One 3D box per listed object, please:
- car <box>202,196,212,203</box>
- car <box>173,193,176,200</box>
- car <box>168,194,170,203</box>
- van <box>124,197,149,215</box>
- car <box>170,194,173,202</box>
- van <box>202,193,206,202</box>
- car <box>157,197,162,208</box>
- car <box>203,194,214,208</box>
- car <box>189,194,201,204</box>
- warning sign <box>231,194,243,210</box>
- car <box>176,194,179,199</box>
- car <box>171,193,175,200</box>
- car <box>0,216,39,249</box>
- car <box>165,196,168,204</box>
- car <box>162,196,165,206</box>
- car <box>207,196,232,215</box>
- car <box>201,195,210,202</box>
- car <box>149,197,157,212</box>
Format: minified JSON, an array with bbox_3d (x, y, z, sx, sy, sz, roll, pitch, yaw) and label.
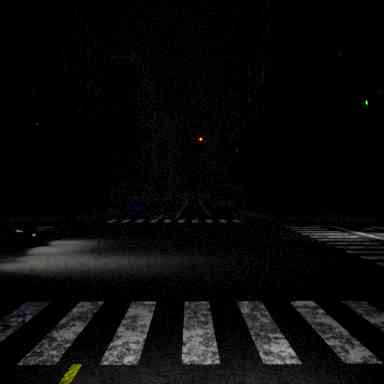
[{"bbox_3d":[3.024,1.551,67.367,2.008,1.369,4.403,0,0,0],"label":"car"},{"bbox_3d":[-5.442,1.522,78.571,1.752,1.417,4.829,0,0,0],"label":"car"},{"bbox_3d":[-5.533,1.527,61.566,1.752,1.417,4.829,0,0,0],"label":"car"},{"bbox_3d":[-5.684,1.343,33.395,1.690,1.788,3.998,0,0,0],"label":"van"},{"bbox_3d":[-5.502,1.566,67.404,1.947,1.339,4.313,0,0,0],"label":"car"},{"bbox_3d":[2.962,1.344,56.028,1.690,1.788,3.998,0,0,0],"label":"van"},{"bbox_3d":[-5.623,1.569,44.732,1.947,1.339,4.313,0,0,0],"label":"car"},{"bbox_3d":[2.902,1.443,44.690,1.967,1.590,4.097,0,0,0],"label":"car"},{"bbox_3d":[0.338,1.565,63.725,1.994,1.385,4.181,0,0,0],"label":"car"},{"bbox_3d":[5.275,1.118,39.333,1.300,1.860,1.060,0,0,0],"label":"warning sign"},{"bbox_3d":[-5.381,1.306,90.078,2.192,1.841,5.009,0,0,0],"label":"car"},{"bbox_3d":[-5.472,1.543,73.072,1.887,1.381,4.507,0,0,0],"label":"car"},{"bbox_3d":[-8.924,1.513,13.886,4.674,1.442,1.812,0,0,0],"label":"car"},{"bbox_3d":[-5.563,1.568,56.068,1.947,1.339,4.313,0,0,0],"label":"car"},{"bbox_3d":[-5.593,1.585,50.400,1.802,1.307,4.206,0,0,0],"label":"car"},{"bbox_3d":[2.842,1.442,33.352,1.967,1.590,4.097,0,0,0],"label":"car"},{"bbox_3d":[3.084,1.436,78.705,1.967,1.590,4.097,0,0,0],"label":"car"},{"bbox_3d":[-5.654,1.442,39.063,1.967,1.590,4.097,0,0,0],"label":"car"}]
